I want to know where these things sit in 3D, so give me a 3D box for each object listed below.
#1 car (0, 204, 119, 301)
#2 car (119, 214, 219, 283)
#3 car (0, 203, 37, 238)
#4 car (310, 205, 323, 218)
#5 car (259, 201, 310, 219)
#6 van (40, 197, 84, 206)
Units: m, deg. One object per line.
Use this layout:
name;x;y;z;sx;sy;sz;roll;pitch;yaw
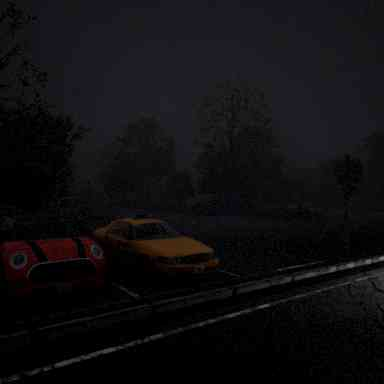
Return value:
car;-3.881;1.347;8.557;2.185;1.767;4.553;0;0;-36
car;-1.390;1.484;10.089;1.946;1.575;5.366;0;0;-36
car;-10.526;1.475;19.081;1.946;1.575;5.366;0;0;-36
car;11.271;1.746;34.603;2.185;1.767;4.553;1;-1;-36
car;8.724;1.844;32.709;2.002;1.452;4.674;2;-1;-36
van;-8.083;1.266;20.472;1.878;1.987;4.442;0;0;-36
